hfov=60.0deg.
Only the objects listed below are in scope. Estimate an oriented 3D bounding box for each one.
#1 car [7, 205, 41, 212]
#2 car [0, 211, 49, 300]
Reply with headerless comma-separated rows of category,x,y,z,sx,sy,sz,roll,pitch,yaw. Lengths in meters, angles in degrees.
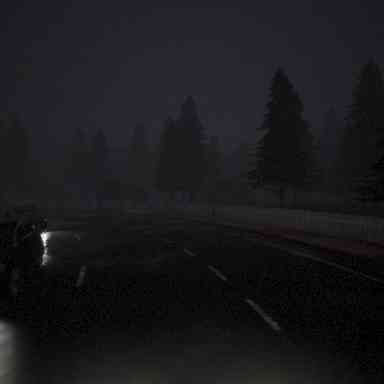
car,-10.168,1.491,20.244,2.033,1.411,5.357,-1,1,-34
car,-4.945,1.479,8.155,2.128,1.511,4.902,-1,1,-15
